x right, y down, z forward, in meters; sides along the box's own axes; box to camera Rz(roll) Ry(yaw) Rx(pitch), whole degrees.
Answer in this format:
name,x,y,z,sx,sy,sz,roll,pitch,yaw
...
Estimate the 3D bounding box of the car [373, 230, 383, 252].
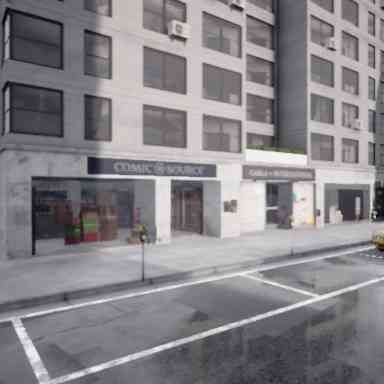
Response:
name,x,y,z,sx,sy,sz,roll,pitch,yaw
car,8.748,1.513,12.768,4.829,1.417,1.752,0,0,-35
